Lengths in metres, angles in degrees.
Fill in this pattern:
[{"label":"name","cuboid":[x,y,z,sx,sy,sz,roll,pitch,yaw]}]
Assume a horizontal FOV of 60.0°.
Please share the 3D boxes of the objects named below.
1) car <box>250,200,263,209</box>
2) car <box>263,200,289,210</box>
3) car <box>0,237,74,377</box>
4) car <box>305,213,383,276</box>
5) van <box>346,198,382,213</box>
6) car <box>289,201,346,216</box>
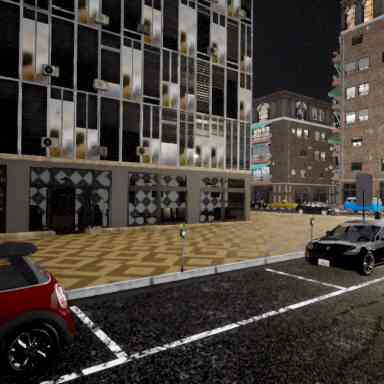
[{"label":"car","cuboid":[9.654,1.864,51.114,1.947,1.339,4.313,0,-1,-35]},{"label":"car","cuboid":[12.720,1.787,46.694,1.752,1.417,4.829,0,-1,-35]},{"label":"car","cuboid":[-3.682,1.440,3.922,4.097,1.590,1.967,0,1,-35]},{"label":"car","cuboid":[5.398,1.567,10.392,4.313,1.339,1.947,0,1,-35]},{"label":"van","cuboid":[19.143,1.525,37.436,1.690,1.788,3.998,0,-1,-35]},{"label":"car","cuboid":[12.254,1.620,32.662,2.008,1.369,4.403,0,-1,-35]}]
